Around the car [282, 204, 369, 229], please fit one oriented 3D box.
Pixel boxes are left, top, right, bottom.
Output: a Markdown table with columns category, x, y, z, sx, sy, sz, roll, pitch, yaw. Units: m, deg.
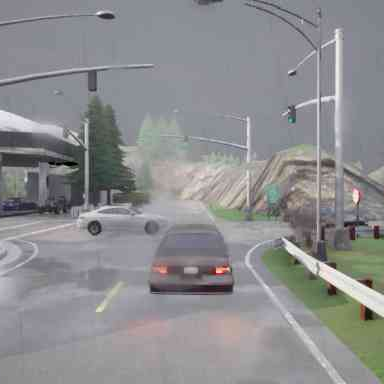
| category | x | y | z | sx | sy | sz | roll | pitch | yaw |
| --- | --- | --- | --- | --- | --- | --- | --- | --- | --- |
| car | 6.773 | 1.358 | 17.608 | 2.033 | 1.411 | 5.357 | 0 | 0 | -14 |

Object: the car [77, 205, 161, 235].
| category | x | y | z | sx | sy | sz | roll | pitch | yaw |
| --- | --- | --- | --- | --- | --- | --- | --- | --- | --- |
| car | -3.559 | 1.415 | 17.360 | 4.674 | 1.442 | 1.812 | 0 | 0 | -1 |

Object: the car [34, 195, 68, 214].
| category | x | y | z | sx | sy | sz | roll | pitch | yaw |
| --- | --- | --- | --- | --- | --- | --- | --- | --- | --- |
| car | -14.583 | 1.313 | 35.195 | 1.905 | 1.878 | 3.866 | 0 | 0 | -1 |

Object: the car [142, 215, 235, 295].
| category | x | y | z | sx | sy | sz | roll | pitch | yaw |
| --- | --- | --- | --- | --- | --- | --- | --- | --- | --- |
| car | 0.036 | 1.547 | 8.874 | 2.033 | 1.411 | 5.357 | 0 | 0 | 1 |

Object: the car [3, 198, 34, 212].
| category | x | y | z | sx | sy | sz | roll | pitch | yaw |
| --- | --- | --- | --- | --- | --- | --- | --- | --- | --- |
| car | -20.297 | 1.480 | 39.464 | 2.242 | 1.667 | 4.611 | 0 | 0 | -1 |
